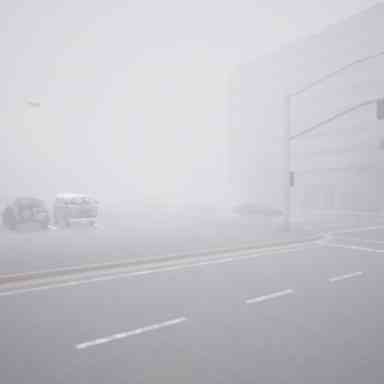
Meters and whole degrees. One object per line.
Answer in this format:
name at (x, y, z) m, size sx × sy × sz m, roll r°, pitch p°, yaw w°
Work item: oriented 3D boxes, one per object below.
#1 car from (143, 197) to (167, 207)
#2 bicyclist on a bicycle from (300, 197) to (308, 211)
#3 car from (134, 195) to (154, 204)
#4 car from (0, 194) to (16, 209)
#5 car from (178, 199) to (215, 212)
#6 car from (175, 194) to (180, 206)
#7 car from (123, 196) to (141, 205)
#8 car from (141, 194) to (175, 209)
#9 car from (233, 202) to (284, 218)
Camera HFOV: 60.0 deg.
car at (-6.273, 1.634, 56.392) m, size 1.882 × 1.535 × 5.008 m, roll 0°, pitch 0°, yaw -35°
bicyclist on a bicycle at (13.731, 1.484, 40.762) m, size 1.656 × 1.620 × 0.582 m, roll 0°, pitch 0°, yaw -35°
car at (-9.723, 1.522, 67.316) m, size 2.097 × 1.767 × 4.553 m, roll 0°, pitch 0°, yaw -35°
car at (-30.038, 1.232, 53.353) m, size 1.932 × 1.855 × 4.605 m, roll 0°, pitch 0°, yaw -35°
car at (0.729, 1.744, 40.116) m, size 1.895 × 1.301 × 4.718 m, roll 0°, pitch 0°, yaw -35°
car at (-4.210, 1.391, 59.539) m, size 2.150 × 2.045 × 5.566 m, roll 0°, pitch 0°, yaw -35°
car at (-11.666, 1.648, 63.985) m, size 2.128 × 1.511 × 4.902 m, roll 0°, pitch 0°, yaw -35°
car at (-4.970, 1.495, 48.182) m, size 2.097 × 1.767 × 4.553 m, roll 0°, pitch 0°, yaw -35°
car at (6.284, 1.690, 32.276) m, size 2.033 × 1.411 × 5.357 m, roll 0°, pitch 0°, yaw -35°
